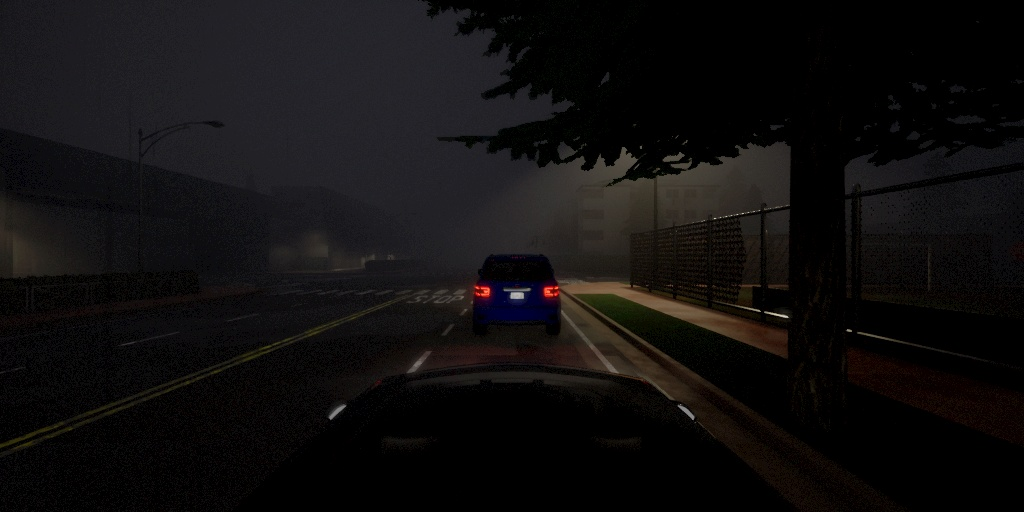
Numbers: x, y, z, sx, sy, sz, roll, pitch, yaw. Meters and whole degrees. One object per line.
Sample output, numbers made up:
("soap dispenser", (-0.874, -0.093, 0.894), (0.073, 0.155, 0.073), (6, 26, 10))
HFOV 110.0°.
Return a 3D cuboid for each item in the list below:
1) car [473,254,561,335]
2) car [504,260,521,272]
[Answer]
("car", (0.125, 0.972, 10.636), (2.150, 2.045, 5.566), (0, 0, 0))
("car", (0.071, 1.242, 46.435), (2.128, 1.511, 4.902), (0, 0, -1))
